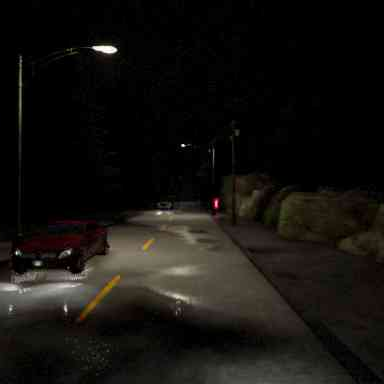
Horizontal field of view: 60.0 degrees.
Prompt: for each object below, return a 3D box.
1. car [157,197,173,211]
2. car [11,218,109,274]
[{"bbox_3d":[-4.041,1.767,50.755,2.150,2.045,5.566,0,0,-1],"label":"car"},{"bbox_3d":[-4.092,1.647,11.146,1.812,1.442,4.674,0,-1,0],"label":"car"}]
